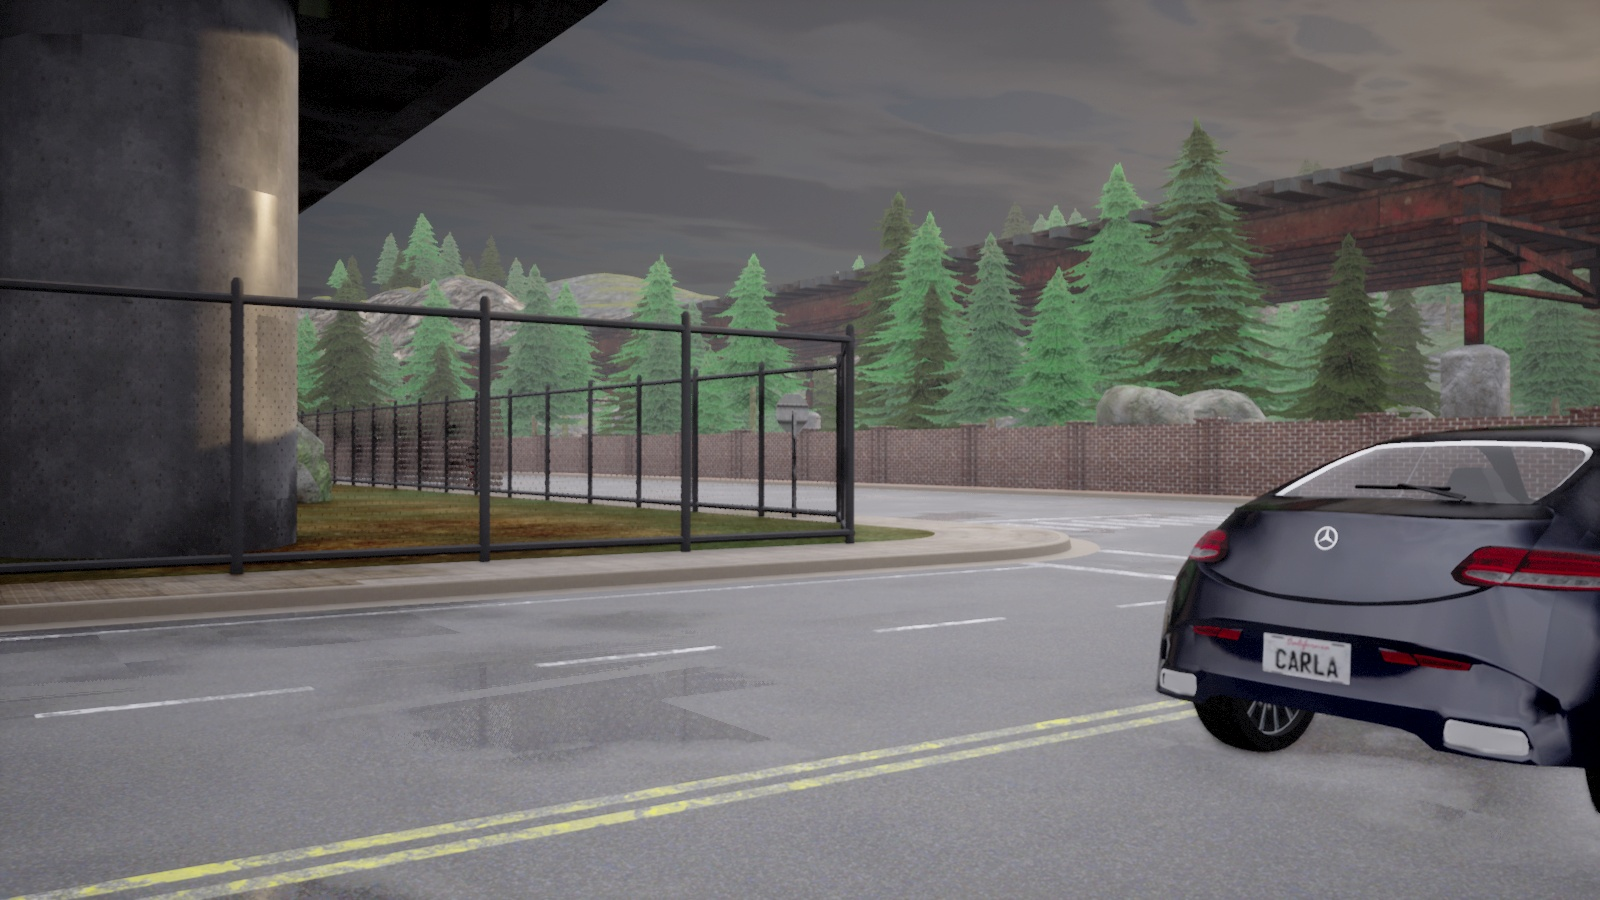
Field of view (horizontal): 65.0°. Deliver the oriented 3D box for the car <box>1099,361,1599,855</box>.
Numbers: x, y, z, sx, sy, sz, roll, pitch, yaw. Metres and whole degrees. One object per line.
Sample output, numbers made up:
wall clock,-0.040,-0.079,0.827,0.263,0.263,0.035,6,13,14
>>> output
car,4.099,0.531,6.515,5.027,1.651,2.152,0,0,-35
